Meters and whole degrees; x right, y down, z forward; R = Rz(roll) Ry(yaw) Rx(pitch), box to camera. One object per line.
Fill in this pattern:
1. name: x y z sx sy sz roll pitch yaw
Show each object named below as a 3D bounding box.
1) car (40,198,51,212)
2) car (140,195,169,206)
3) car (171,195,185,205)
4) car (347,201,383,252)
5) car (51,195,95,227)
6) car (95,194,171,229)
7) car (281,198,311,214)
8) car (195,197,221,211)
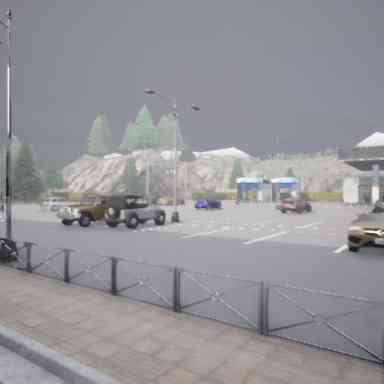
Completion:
1. car: -14.239 1.356 35.897 1.970 1.475 3.806 0 0 35
2. car: -5.867 1.308 52.788 2.007 1.523 4.514 0 0 35
3. car: -3.282 1.304 51.009 2.152 1.636 5.027 0 0 35
4. car: 7.099 1.169 11.904 2.152 1.636 5.027 0 0 35
5. car: -5.923 1.090 20.684 1.932 1.855 4.605 0 0 35
6. car: -3.318 1.074 19.332 1.905 1.878 3.866 0 0 35
7. car: 10.019 1.301 32.047 2.007 1.523 4.514 0 0 35
8. car: 1.907 1.309 37.883 1.845 1.501 3.633 0 0 35
